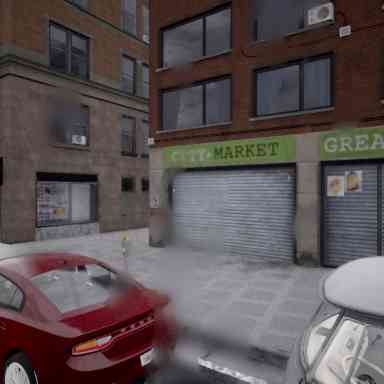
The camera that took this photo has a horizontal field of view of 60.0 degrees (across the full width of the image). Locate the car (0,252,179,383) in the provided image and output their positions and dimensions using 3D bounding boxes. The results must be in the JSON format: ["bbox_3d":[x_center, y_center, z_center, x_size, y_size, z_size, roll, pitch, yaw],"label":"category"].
[{"bbox_3d":[-2.259,1.544,4.682,4.507,1.381,1.887,0,0,35],"label":"car"}]

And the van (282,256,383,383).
[{"bbox_3d":[2.353,1.341,1.400,3.998,1.788,1.690,0,0,35],"label":"van"}]
